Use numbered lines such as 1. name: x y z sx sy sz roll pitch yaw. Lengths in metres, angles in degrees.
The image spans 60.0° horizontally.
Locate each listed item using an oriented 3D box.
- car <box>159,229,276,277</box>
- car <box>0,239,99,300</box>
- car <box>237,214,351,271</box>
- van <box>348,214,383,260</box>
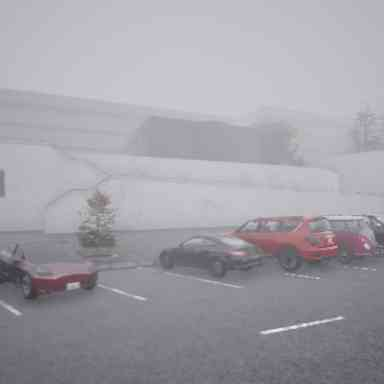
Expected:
1. car: 0.623 2.366 13.167 2.002 1.452 4.674 2 -5 -43
2. car: -4.849 2.311 10.813 2.163 1.488 4.792 3 -6 -43
3. car: 3.338 2.095 14.378 2.435 2.045 5.566 2 -5 -43
4. van: 6.191 2.124 15.446 1.878 1.987 4.442 3 -6 -43
